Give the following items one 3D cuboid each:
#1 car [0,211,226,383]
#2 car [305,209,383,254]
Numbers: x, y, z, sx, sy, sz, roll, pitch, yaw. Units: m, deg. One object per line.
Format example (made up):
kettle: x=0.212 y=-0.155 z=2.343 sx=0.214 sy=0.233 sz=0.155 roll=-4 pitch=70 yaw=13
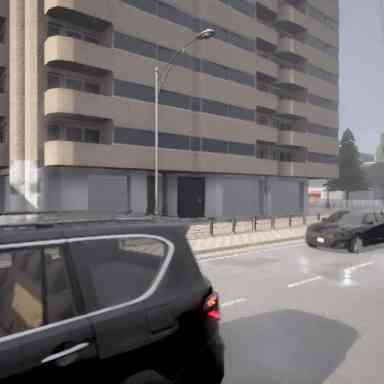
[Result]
car: x=-2.217 y=1.221 z=2.162 sx=5.566 sy=2.045 sz=2.150 roll=0 pitch=0 yaw=-40
car: x=6.660 y=1.477 z=13.681 sx=5.008 sy=1.535 sz=1.882 roll=0 pitch=0 yaw=-38
